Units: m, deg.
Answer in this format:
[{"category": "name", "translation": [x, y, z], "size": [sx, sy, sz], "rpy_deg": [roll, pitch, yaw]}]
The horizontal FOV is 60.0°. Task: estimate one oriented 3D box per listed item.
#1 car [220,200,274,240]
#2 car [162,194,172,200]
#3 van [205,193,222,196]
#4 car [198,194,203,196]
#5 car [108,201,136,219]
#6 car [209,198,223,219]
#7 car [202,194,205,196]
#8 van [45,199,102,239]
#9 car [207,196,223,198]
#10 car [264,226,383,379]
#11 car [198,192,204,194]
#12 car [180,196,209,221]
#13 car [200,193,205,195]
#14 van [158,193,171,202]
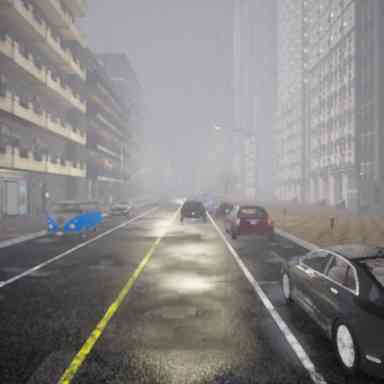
[{"category": "car", "translation": [2.693, 1.351, 16.388], "size": [1.967, 1.590, 4.097], "rpy_deg": [0, 0, 0]}, {"category": "car", "translation": [-5.698, 1.204, 77.139], "size": [1.947, 1.339, 4.313], "rpy_deg": [0, 0, 0]}, {"category": "van", "translation": [2.689, 1.144, 38.480], "size": [1.690, 1.788, 3.998], "rpy_deg": [0, 0, 0]}, {"category": "car", "translation": [0.096, 1.324, 44.426], "size": [2.033, 1.411, 5.357], "rpy_deg": [0, 0, 0]}, {"category": "car", "translation": [-5.690, 1.405, 27.434], "size": [2.008, 1.369, 4.403], "rpy_deg": [0, 0, 0]}, {"category": "car", "translation": [2.691, 1.421, 27.435], "size": [1.947, 1.339, 4.313], "rpy_deg": [0, 0, 0]}, {"category": "car", "translation": [2.688, 1.329, 44.003], "size": [2.008, 1.369, 4.403], "rpy_deg": [0, 0, 0]}, {"category": "van", "translation": [-5.688, 1.251, 16.387], "size": [1.690, 1.788, 3.998], "rpy_deg": [0, 0, 0]}, {"category": "car", "translation": [2.690, 1.373, 32.957], "size": [1.887, 1.381, 4.507], "rpy_deg": [0, 0, 0]}, {"category": "car", "translation": [2.694, 1.521, 5.344], "size": [2.008, 1.369, 4.403], "rpy_deg": [0, 0, 0]}, {"category": "car", "translation": [2.686, 1.020, 60.571], "size": [2.192, 1.841, 5.009], "rpy_deg": [0, 0, 0]}, {"category": "car", "translation": [0.098, 1.340, 25.784], "size": [1.882, 1.535, 5.008], "rpy_deg": [0, 0, 0]}, {"category": "car", "translation": [2.687, 1.280, 55.048], "size": [2.008, 1.369, 4.403], "rpy_deg": [0, 0, 0]}, {"category": "van", "translation": [-5.695, 1.023, 66.092], "size": [1.690, 1.788, 3.998], "rpy_deg": [0, 0, 0]}]
